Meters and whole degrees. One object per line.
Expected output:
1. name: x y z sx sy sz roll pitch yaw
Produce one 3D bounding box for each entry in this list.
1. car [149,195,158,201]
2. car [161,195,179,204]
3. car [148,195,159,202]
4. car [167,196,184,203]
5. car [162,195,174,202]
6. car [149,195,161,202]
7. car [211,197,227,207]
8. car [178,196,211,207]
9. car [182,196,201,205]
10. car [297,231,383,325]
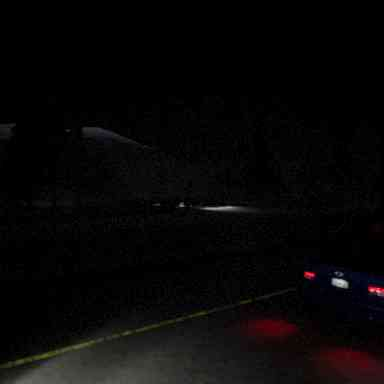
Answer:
1. car: -10.081 1.493 86.889 2.033 1.411 5.357 0 0 -3
2. car: -3.506 1.542 58.322 1.994 1.385 4.181 0 0 -21
3. car: -8.936 1.513 76.609 2.033 1.411 5.357 0 0 -10
4. car: -3.445 1.521 68.393 2.033 1.411 5.357 0 0 -18
5. car: -5.696 1.496 78.549 2.128 1.511 4.902 0 0 -10
6. car: -6.517 1.468 66.564 2.128 1.511 4.902 0 0 -18
7. car: 3.605 1.541 51.517 1.994 1.385 4.181 0 0 -29
8. car: 0.299 1.471 50.261 2.128 1.511 4.902 0 0 -28
9. car: -0.170 1.501 59.390 1.812 1.442 4.674 0 0 -22
10. car: 4.471 1.542 6.930 5.357 1.411 2.033 0 0 -36
